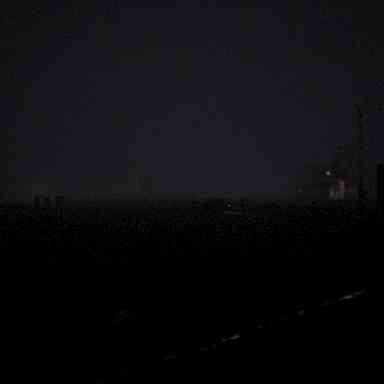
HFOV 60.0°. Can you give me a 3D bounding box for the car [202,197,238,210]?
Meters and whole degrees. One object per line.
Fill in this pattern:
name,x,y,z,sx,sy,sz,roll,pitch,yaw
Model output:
car,3.051,1.337,37.352,1.837,1.490,4.892,-2,2,-37
